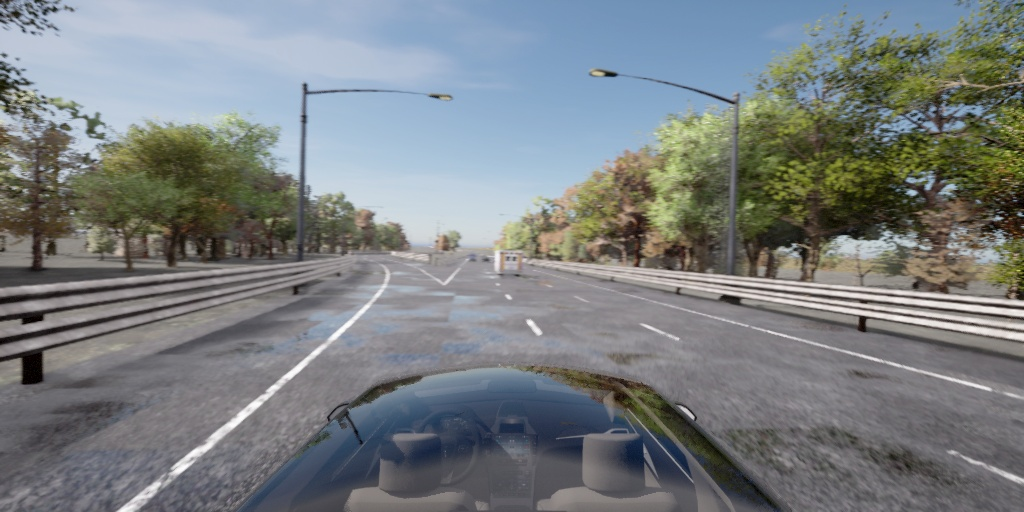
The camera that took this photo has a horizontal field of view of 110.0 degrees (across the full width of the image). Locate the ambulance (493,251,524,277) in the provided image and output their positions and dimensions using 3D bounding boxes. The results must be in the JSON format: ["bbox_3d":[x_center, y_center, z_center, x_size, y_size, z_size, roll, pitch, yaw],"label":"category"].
[{"bbox_3d":[-0.406,0.750,35.737,2.351,2.431,6.366,2,0,-6],"label":"ambulance"}]
